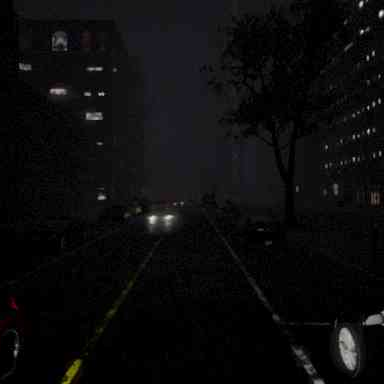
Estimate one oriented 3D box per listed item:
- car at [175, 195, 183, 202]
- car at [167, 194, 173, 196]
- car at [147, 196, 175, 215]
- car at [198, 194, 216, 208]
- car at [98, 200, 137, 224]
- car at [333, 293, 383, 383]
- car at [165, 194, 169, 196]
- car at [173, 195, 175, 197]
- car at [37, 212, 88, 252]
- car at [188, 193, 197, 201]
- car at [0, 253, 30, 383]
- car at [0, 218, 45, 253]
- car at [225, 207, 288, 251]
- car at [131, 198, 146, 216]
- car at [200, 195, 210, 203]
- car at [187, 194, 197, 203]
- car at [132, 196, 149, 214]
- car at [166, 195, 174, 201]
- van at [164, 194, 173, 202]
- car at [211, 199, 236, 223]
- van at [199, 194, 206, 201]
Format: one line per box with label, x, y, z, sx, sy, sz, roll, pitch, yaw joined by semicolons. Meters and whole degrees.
car;-2.978;1.441;75.807;1.812;1.442;4.674;0;0;0
car;-5.659;1.599;69.563;1.947;1.339;4.313;1;0;0
car;-3.087;1.490;34.373;1.882;1.535;5.008;0;0;0
car;2.408;1.248;48.995;2.150;2.045;5.566;0;0;0
car;-5.672;1.574;25.006;1.947;1.339;4.313;1;0;0
car;2.702;1.552;2.723;2.008;1.369;4.403;1;0;0
car;-5.662;1.570;58.423;1.887;1.381;4.507;1;0;0
car;-5.657;1.588;75.132;2.008;1.369;4.403;1;0;0
car;-5.675;1.555;13.866;2.008;1.369;4.403;1;0;0
car;0.023;1.251;81.008;2.097;1.767;4.553;0;0;0
car;-3.096;1.565;2.512;1.994;1.385;4.181;0;0;0
car;-5.676;1.568;8.297;1.947;1.339;4.313;1;0;0
car;2.705;1.555;13.863;2.008;1.369;4.403;1;0;0
car;-5.670;1.536;30.405;1.752;1.417;4.829;1;0;0
car;2.723;1.473;69.559;1.967;1.590;4.097;1;0;0
car;0.019;1.513;68.015;1.837;1.490;4.892;0;0;0
car;-5.664;1.328;36.146;2.192;1.841;5.009;1;0;0
car;-5.654;1.570;86.102;1.752;1.417;4.829;1;0;0
van;-5.652;1.382;80.703;1.690;1.788;3.998;1;0;0
car;2.709;1.533;25.173;1.752;1.417;4.829;1;0;0
van;2.729;1.386;86.269;1.690;1.788;3.998;1;0;0
